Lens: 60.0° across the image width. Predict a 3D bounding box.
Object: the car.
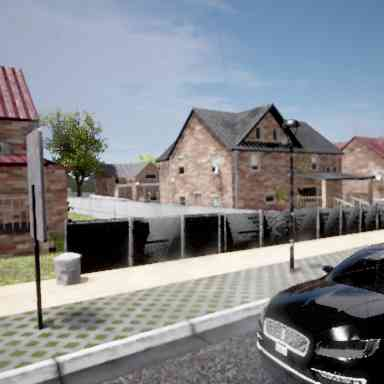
[{"bbox_3d":[3.205,1.478,4.647,4.892,1.490,1.837,0,-3,-23],"label":"car"}]
